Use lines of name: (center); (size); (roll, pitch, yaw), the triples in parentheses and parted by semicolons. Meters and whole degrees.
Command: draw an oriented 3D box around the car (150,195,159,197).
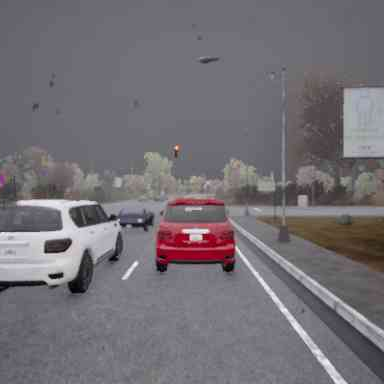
car: (-7.027, 1.450, 71.198); (2.033, 1.411, 5.357); (0, 0, 0)

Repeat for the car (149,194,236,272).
car: (0.093, 1.207, 10.823); (2.150, 2.045, 5.566); (0, 0, 0)

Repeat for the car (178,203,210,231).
car: (0.092, 1.499, 21.187); (1.812, 1.442, 4.674); (0, 0, 0)

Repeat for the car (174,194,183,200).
car: (-3.529, 1.406, 88.315); (2.128, 1.511, 4.902); (0, 0, 0)

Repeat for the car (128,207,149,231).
car: (-3.407, 1.575, 20.202); (1.895, 1.301, 4.718); (0, 0, 0)

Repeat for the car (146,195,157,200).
car: (-10.530, 1.430, 86.777); (2.033, 1.411, 5.357); (0, 0, 0)

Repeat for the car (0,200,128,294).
car: (-3.403, 1.209, 8.935); (2.150, 2.045, 5.566); (0, 0, 0)

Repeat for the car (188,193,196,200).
car: (-0.029, 1.236, 88.702); (2.097, 1.767, 4.553); (0, 0, 0)

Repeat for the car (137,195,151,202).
car: (-10.527, 1.410, 71.205); (1.837, 1.490, 4.892); (0, 0, 0)

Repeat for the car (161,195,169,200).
car: (-7.030, 1.485, 86.738); (1.895, 1.301, 4.718); (0, 0, 0)
